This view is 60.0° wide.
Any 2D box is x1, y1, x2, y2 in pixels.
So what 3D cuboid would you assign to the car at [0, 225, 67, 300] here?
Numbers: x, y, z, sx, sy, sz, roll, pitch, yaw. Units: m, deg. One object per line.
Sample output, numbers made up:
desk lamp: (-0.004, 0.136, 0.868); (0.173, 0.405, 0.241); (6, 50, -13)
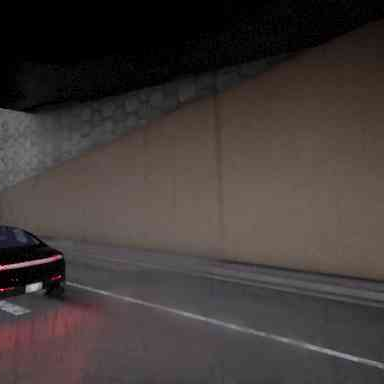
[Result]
car: (-4.808, 1.497, 7.383); (4.902, 1.511, 2.128); (0, 0, 36)
